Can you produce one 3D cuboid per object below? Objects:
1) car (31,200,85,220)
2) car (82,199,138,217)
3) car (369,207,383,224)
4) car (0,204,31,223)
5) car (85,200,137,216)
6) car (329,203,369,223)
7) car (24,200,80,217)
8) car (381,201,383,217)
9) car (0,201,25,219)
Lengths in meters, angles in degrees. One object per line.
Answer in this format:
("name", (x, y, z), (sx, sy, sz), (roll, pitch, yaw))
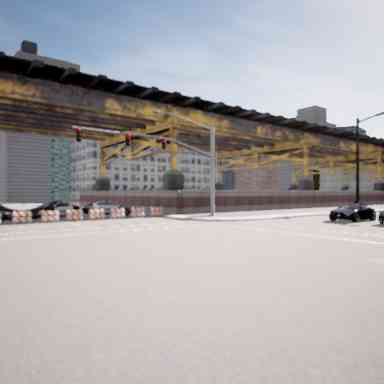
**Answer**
("car", (-11.650, 1.502, 28.047), (2.038, 1.542, 4.974), (0, 0, 18))
("car", (-7.741, 1.501, 31.808), (4.974, 1.542, 2.038), (0, 0, -7))
("car", (14.869, 1.495, 23.208), (4.902, 1.511, 2.128), (0, 0, -35))
("car", (-15.394, 1.505, 25.361), (4.974, 1.542, 2.038), (0, 0, 8))
("car", (-7.792, 1.343, 31.802), (4.536, 1.218, 1.853), (0, 0, -7))
("car", (12.493, 1.574, 25.813), (4.181, 1.385, 1.994), (0, 0, -36))
("car", (-11.634, 1.345, 28.097), (1.853, 1.218, 4.536), (0, 0, 18))
("car", (19.613, 1.530, 30.883), (4.674, 1.442, 1.812), (0, 0, -35))
("car", (-15.445, 1.348, 25.368), (4.536, 1.218, 1.853), (0, 0, 8))
